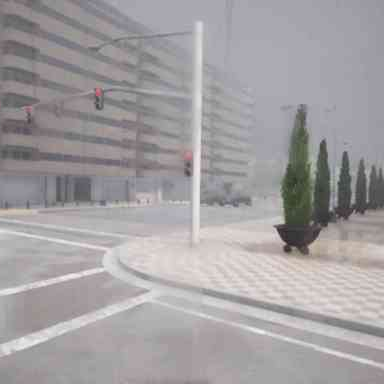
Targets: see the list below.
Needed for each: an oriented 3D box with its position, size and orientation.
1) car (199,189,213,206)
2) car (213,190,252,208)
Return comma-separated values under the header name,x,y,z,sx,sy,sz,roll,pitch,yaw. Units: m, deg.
name,x,y,z,sx,sy,sz,roll,pitch,yaw
car,2.445,0.701,42.420,2.150,2.045,5.566,1,1,36
car,5.297,0.773,40.394,2.150,2.045,5.566,1,1,36
